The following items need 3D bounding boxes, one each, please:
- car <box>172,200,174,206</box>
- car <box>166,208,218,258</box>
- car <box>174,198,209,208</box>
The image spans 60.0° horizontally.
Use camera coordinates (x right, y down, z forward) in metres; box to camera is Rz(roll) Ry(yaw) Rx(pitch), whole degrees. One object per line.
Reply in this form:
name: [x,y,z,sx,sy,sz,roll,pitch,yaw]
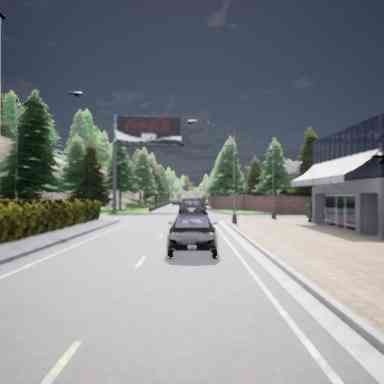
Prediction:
car: [-3.459,2.352,74.548,2.033,1.411,5.357,0,-1,0]
car: [0.026,1.641,13.487,2.128,1.511,4.902,0,0,0]
car: [0.167,1.528,27.535,2.150,2.045,5.566,0,0,5]
